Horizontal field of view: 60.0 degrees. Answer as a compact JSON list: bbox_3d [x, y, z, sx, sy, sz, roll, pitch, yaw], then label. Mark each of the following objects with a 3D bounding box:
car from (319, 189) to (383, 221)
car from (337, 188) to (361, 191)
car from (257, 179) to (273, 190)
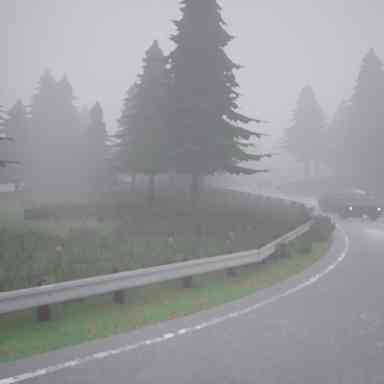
[{"bbox_3d":[9.036,0.792,19.349,1.895,1.301,4.718,1,4,2],"label":"car"},{"bbox_3d":[11.791,0.386,25.620,1.812,1.442,4.674,2,3,-13],"label":"car"},{"bbox_3d":[10.148,-1.190,46.620,1.837,1.490,4.892,1,3,14],"label":"car"}]
